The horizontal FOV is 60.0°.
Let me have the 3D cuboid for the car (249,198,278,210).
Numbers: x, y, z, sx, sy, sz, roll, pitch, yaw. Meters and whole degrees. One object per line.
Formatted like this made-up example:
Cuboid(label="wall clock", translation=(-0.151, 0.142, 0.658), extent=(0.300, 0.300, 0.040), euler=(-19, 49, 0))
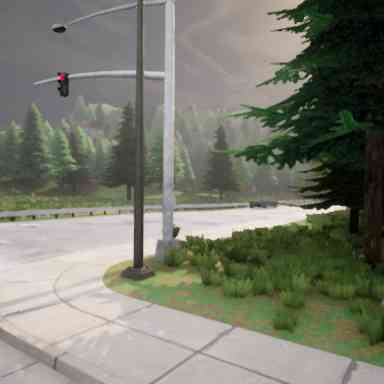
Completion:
Cuboid(label="car", translation=(8.506, 1.364, 39.501), extent=(1.895, 1.301, 4.718), euler=(1, 1, 36))
